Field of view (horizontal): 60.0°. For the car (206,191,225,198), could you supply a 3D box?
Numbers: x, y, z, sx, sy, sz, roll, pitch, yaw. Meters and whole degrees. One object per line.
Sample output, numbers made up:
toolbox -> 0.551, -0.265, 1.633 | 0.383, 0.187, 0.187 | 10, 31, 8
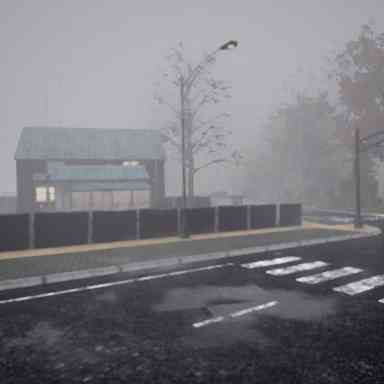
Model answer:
car -> 5.044, 0.855, 63.594 | 2.150, 2.045, 5.566 | -1, 1, -15

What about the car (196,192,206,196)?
car -> 1.290, 1.270, 67.092 | 1.895, 1.301, 4.718 | -1, 1, -15

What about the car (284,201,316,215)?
car -> 10.177, 1.529, 32.946 | 1.895, 1.301, 4.718 | -1, 1, -15

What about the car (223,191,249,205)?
car -> 6.511, 1.177, 46.889 | 2.097, 1.767, 4.553 | -1, 1, -15

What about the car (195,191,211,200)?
car -> 2.406, 0.746, 73.612 | 2.097, 1.767, 4.553 | -1, 1, -15
